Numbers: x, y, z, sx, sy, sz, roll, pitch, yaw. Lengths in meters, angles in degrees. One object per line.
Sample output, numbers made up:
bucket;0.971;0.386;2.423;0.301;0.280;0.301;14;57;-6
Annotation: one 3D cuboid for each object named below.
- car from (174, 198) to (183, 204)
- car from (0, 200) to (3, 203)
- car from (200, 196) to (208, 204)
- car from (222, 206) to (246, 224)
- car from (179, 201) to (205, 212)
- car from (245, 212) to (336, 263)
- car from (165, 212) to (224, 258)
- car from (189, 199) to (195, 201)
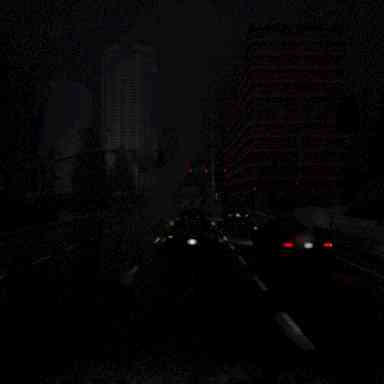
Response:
car;-3.486;2.418;85.394;1.837;1.490;4.892;0;-1;0
car;-37.414;1.781;62.037;3.866;1.878;1.905;0;-1;0
car;3.515;2.480;91.875;1.837;1.490;4.892;0;-1;0
car;3.557;1.845;27.520;2.033;1.411;5.357;0;-1;2
car;0.024;1.815;28.497;1.837;1.490;4.892;0;0;0
car;3.514;1.683;12.507;2.033;1.411;5.357;0;-1;0
car;0.025;1.711;13.494;1.994;1.385;4.181;0;-1;0
car;0.015;2.520;91.876;2.033;1.411;5.357;0;-1;0
